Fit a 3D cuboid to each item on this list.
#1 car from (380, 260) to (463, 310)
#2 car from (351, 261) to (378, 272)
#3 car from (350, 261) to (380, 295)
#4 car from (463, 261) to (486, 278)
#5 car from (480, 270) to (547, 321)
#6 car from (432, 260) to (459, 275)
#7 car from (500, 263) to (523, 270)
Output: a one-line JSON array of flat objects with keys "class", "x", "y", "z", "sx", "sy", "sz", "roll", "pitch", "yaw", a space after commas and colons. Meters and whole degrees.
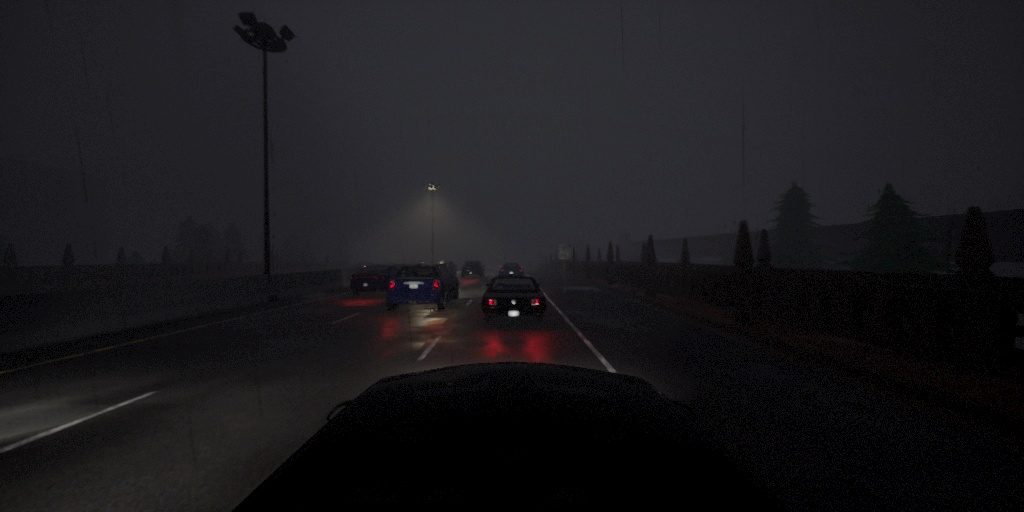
[{"class": "car", "x": -3.476, "y": 1.079, "z": 14.772, "sx": 2.097, "sy": 1.767, "sz": 4.553, "roll": 0, "pitch": 0, "yaw": 0}, {"class": "car", "x": -21.342, "y": 1.514, "z": 52.044, "sx": 1.837, "sy": 1.490, "sz": 4.892, "roll": 0, "pitch": -3, "yaw": 0}, {"class": "car", "x": -6.996, "y": 1.201, "z": 19.554, "sx": 1.882, "sy": 1.535, "sz": 5.008, "roll": 0, "pitch": 0, "yaw": 0}, {"class": "car", "x": -3.575, "y": 1.191, "z": 33.513, "sx": 1.837, "sy": 1.490, "sz": 4.892, "roll": 0, "pitch": 0, "yaw": 0}, {"class": "car", "x": 0.044, "y": 1.327, "z": 12.351, "sx": 1.895, "sy": 1.301, "sz": 4.718, "roll": 0, "pitch": 0, "yaw": 0}, {"class": "car", "x": -7.105, "y": 1.174, "z": 38.808, "sx": 2.128, "sy": 1.511, "sz": 4.902, "roll": 0, "pitch": 0, "yaw": 0}, {"class": "car", "x": -0.052, "y": 1.252, "z": 29.627, "sx": 1.994, "sy": 1.385, "sz": 4.181, "roll": 0, "pitch": 0, "yaw": 0}]
